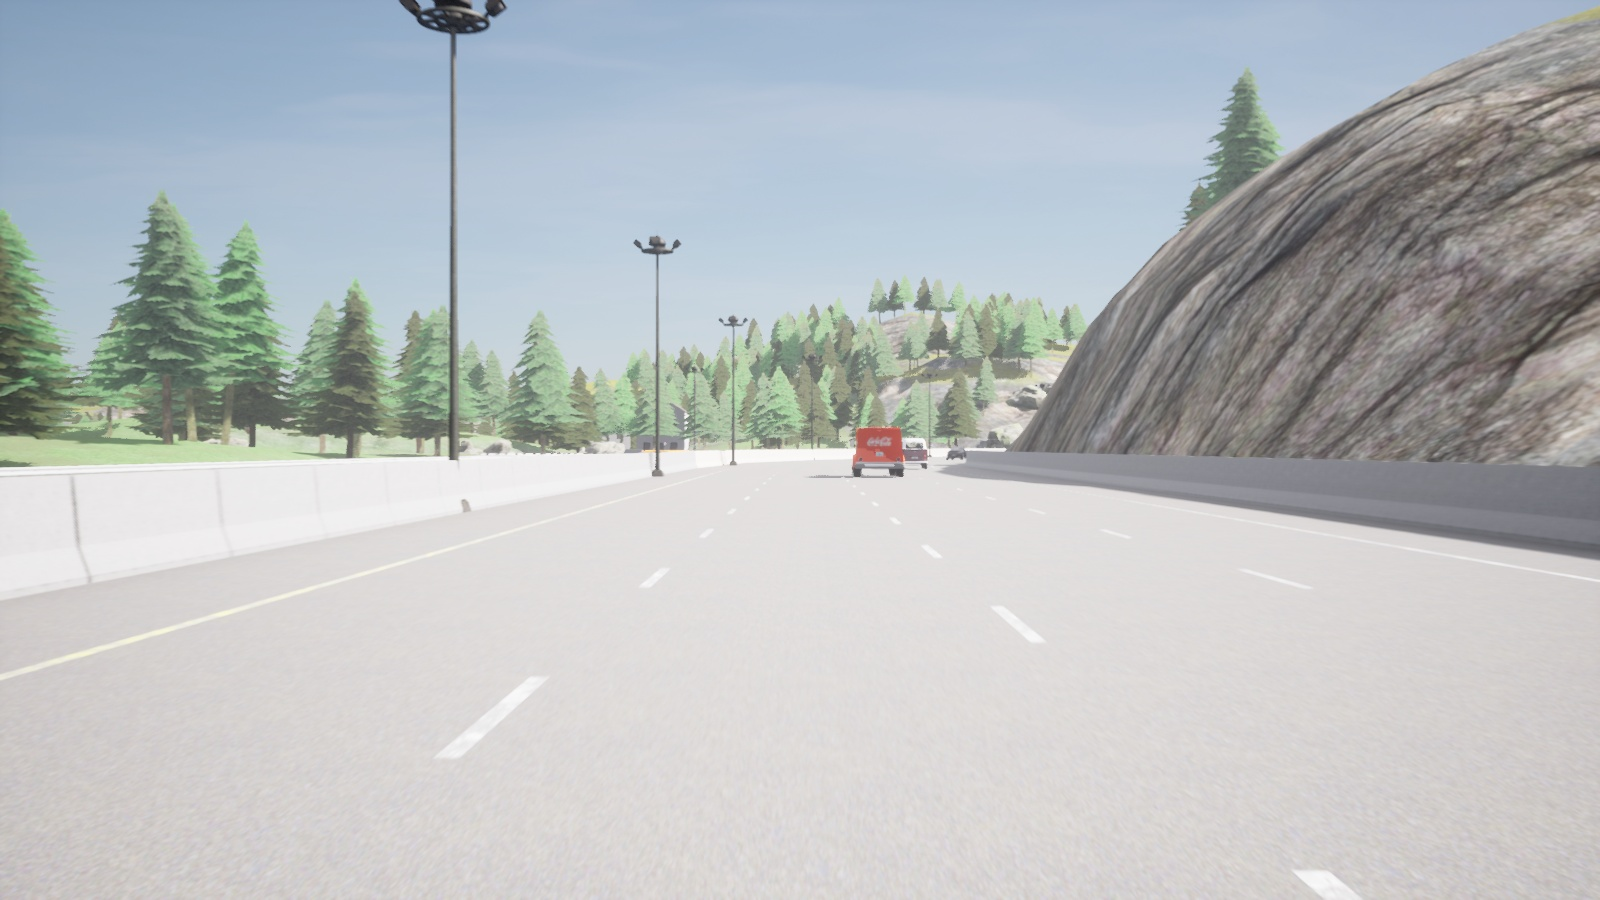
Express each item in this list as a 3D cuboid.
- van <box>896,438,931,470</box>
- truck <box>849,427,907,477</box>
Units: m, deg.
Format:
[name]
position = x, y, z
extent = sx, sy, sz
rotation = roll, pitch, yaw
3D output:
[van]
position = 7.571, 0.248, 84.151
extent = 2.069, 2.038, 4.480
rotation = 0, 0, 2
[truck]
position = 3.881, 0.091, 63.521
extent = 2.627, 2.467, 5.204
rotation = 0, 0, 0
